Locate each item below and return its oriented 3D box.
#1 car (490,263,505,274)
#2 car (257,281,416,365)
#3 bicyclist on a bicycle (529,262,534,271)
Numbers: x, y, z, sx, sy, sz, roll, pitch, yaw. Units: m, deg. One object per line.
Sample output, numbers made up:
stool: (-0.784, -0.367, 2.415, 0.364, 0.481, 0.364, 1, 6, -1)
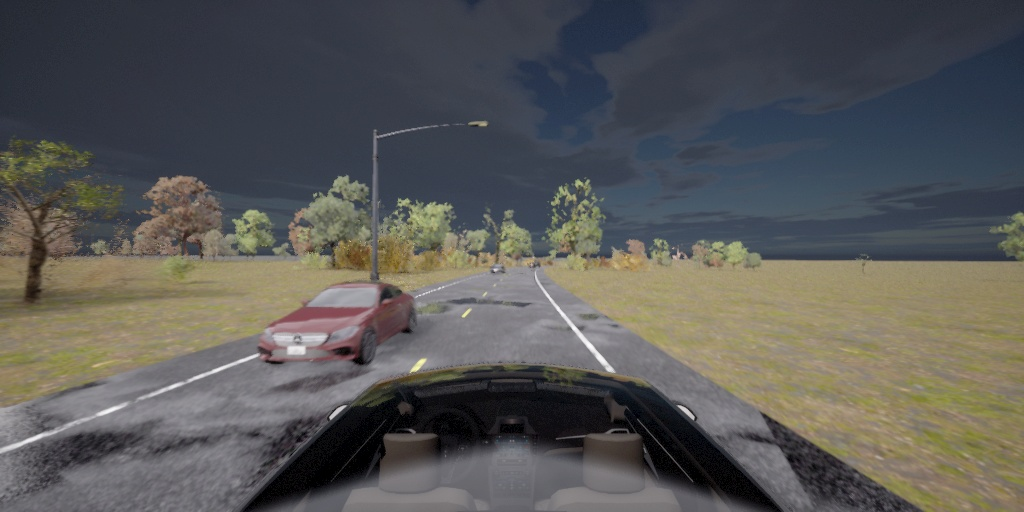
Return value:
car: (-2.006, 1.798, 51.098, 2.128, 1.511, 4.902, 0, -1, 4)
car: (-3.557, 1.329, 8.278, 1.812, 1.442, 4.674, 0, -1, 1)
bicyclist on a bicycle: (3.504, 1.961, 65.128, 0.866, 1.612, 1.509, 0, -1, 4)
